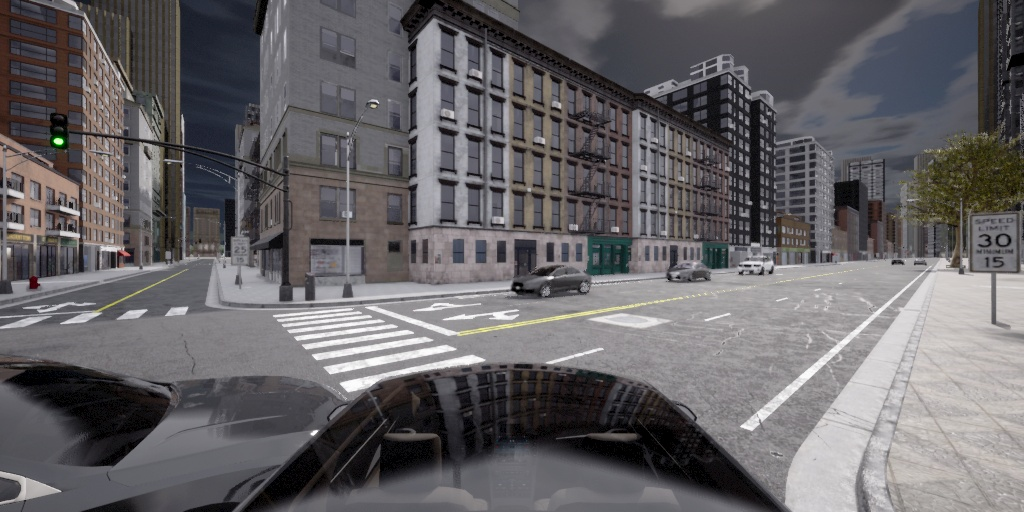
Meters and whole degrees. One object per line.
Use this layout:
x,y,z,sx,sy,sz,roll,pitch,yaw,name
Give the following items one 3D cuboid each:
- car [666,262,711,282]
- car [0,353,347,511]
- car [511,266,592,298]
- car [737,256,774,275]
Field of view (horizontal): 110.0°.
14.090,1.234,28.532,4.902,1.511,2.128,0,0,-40,car
-3.246,1.257,1.587,4.892,1.490,1.837,0,0,-35,car
2.142,1.261,18.601,4.892,1.490,1.837,0,0,-40,car
26.300,0.993,38.576,5.566,2.045,2.150,0,0,-40,car
